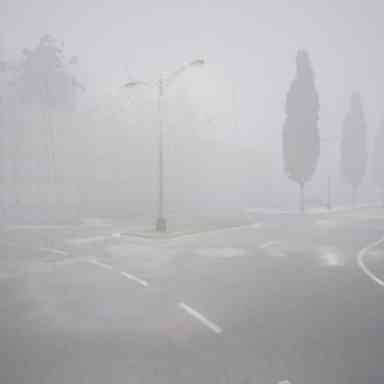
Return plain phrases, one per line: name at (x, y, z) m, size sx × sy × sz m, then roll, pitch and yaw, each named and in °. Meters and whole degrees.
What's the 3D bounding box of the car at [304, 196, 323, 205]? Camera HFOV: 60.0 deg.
car at (18.775, 1.332, 52.143) m, size 1.895 × 1.301 × 4.718 m, roll 0°, pitch 0°, yaw 41°
